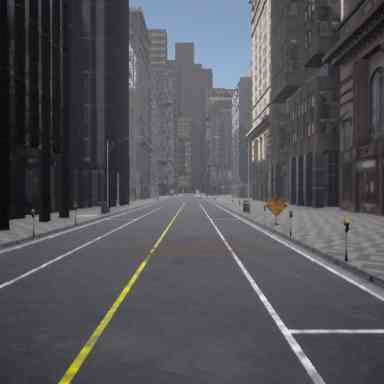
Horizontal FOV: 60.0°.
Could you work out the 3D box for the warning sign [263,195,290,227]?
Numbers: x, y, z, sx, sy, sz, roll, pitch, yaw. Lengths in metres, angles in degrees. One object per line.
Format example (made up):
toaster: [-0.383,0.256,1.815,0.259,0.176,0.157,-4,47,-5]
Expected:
warning sign: [5.074,1.110,20.041,1.300,1.860,1.060,0,0,0]
